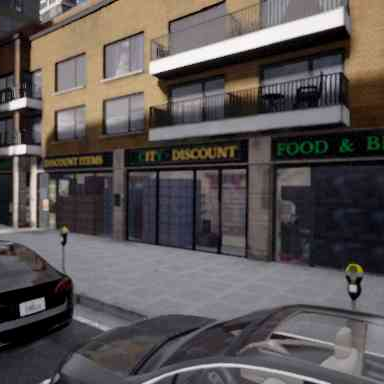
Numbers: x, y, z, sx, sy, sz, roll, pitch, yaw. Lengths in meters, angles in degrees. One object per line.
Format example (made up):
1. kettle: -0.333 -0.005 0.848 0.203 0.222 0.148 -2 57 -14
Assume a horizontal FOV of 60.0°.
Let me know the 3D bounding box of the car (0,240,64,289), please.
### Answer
1. car: -3.733 1.474 5.472 4.313 1.339 1.947 1 1 35

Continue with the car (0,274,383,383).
1. car: 0.760 1.541 2.268 4.403 1.369 2.008 1 1 35
